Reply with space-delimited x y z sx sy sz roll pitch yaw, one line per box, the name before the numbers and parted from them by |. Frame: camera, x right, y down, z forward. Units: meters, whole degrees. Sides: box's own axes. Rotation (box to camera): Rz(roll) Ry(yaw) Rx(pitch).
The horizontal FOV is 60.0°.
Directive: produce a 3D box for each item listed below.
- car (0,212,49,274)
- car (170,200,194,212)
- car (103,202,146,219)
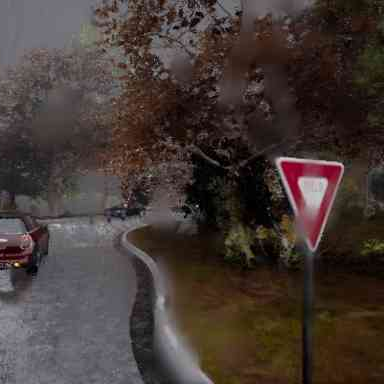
car | -5.840 1.418 10.604 2.097 1.767 4.553 0 0 -19
car | -1.108 1.780 43.767 1.837 1.490 4.892 0 0 24
car | -6.398 1.711 31.968 1.882 1.535 5.008 0 0 25
